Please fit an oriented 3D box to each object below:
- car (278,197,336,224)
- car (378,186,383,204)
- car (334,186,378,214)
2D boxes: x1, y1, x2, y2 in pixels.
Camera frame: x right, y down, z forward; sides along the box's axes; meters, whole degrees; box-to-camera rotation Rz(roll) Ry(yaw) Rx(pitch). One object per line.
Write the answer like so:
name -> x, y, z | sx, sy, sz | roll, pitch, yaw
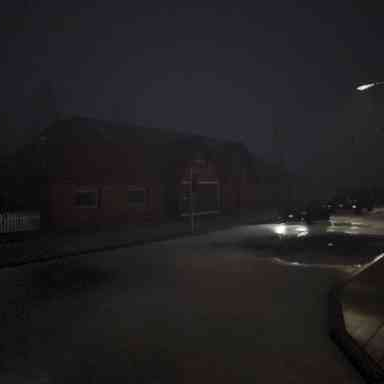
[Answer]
car -> 7.072, 1.177, 20.826 | 1.994, 1.385, 4.181 | -1, 1, 42
car -> 20.560, 0.393, 35.535 | 2.150, 2.045, 5.566 | -1, 1, 43
car -> 13.337, 0.629, 27.683 | 2.150, 2.045, 5.566 | -1, 1, 43
